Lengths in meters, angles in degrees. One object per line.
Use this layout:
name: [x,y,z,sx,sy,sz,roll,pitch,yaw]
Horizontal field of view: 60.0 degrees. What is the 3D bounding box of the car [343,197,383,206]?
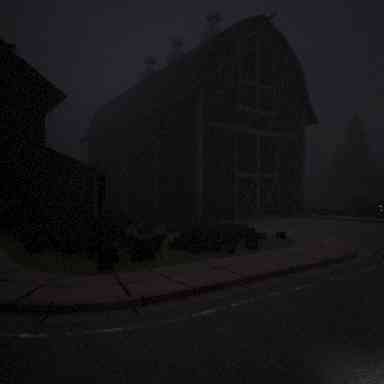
car: [18.317,1.363,35.154,2.097,1.767,4.553,0,0,-34]
